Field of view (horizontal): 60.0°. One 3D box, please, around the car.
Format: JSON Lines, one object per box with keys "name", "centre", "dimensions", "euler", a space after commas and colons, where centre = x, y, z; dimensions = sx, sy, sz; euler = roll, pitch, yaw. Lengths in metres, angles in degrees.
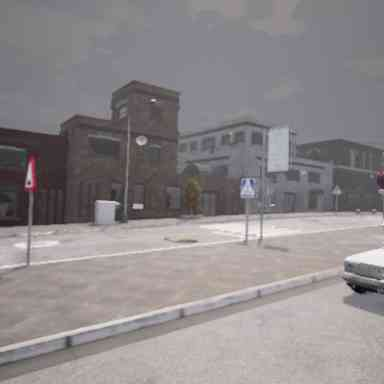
{"name": "car", "centre": [5.465, 1.601, 7.634], "dimensions": [4.718, 1.301, 1.895], "euler": [0, 0, -36]}
